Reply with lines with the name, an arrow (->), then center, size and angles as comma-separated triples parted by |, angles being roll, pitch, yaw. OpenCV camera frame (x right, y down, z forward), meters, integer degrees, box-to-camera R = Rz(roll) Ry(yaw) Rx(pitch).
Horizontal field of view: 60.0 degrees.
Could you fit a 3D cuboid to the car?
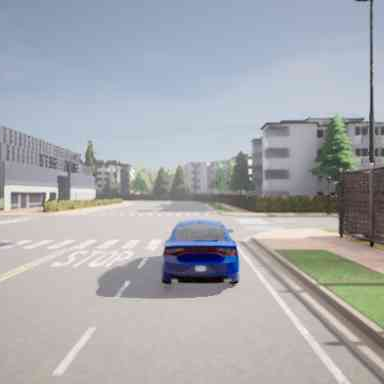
car -> 0.226, 1.538, 9.744 | 1.882, 1.535, 5.008 | 0, 0, 1
